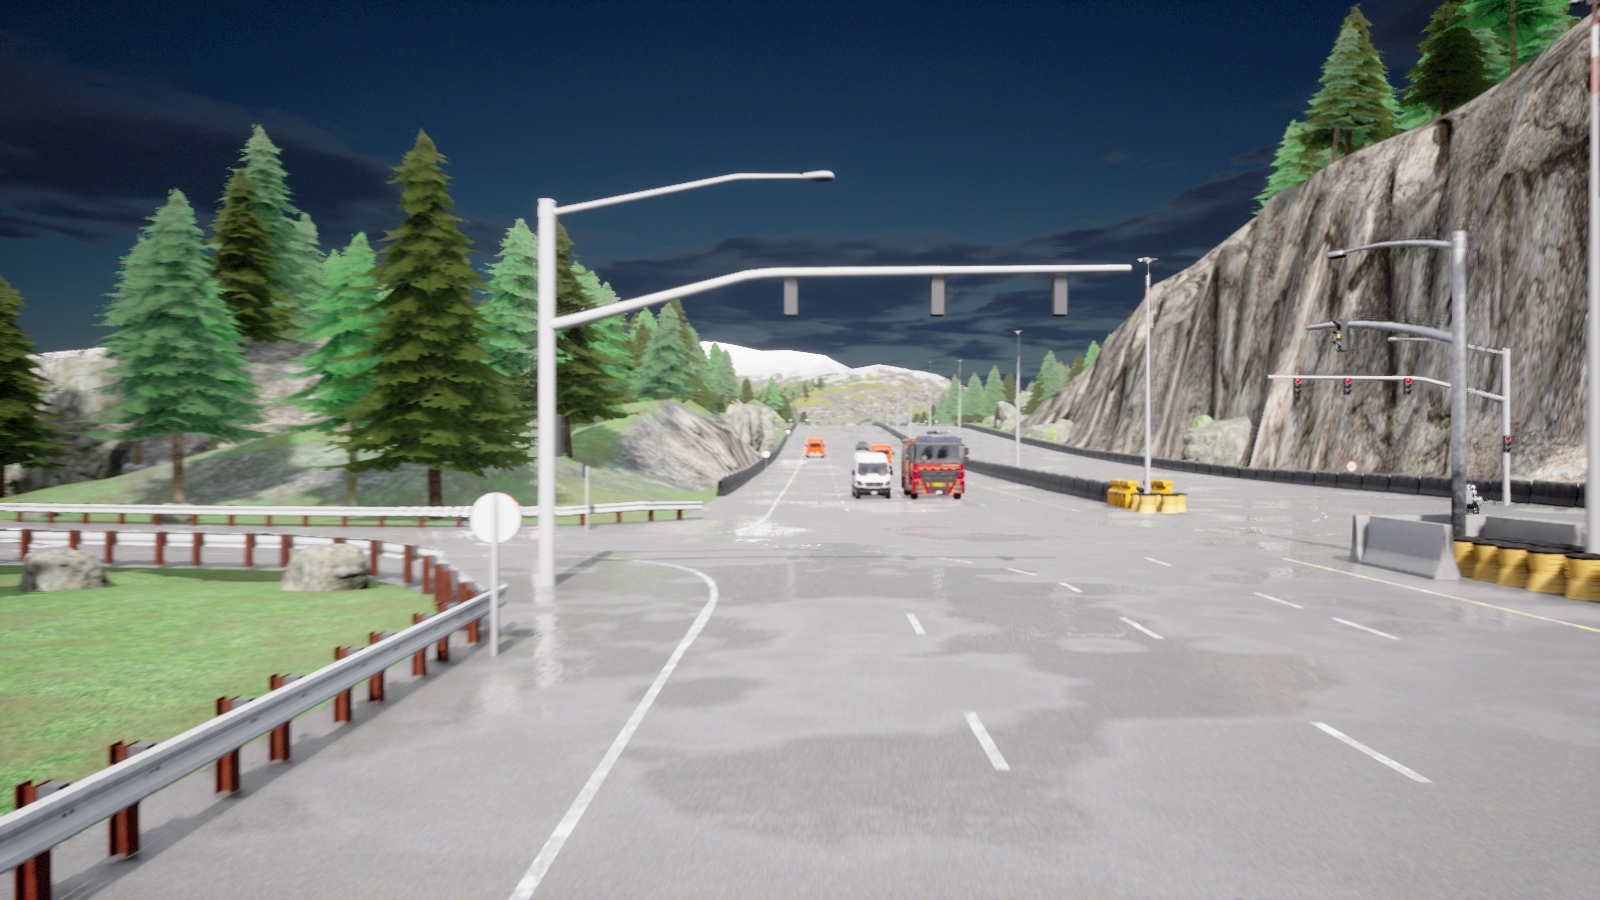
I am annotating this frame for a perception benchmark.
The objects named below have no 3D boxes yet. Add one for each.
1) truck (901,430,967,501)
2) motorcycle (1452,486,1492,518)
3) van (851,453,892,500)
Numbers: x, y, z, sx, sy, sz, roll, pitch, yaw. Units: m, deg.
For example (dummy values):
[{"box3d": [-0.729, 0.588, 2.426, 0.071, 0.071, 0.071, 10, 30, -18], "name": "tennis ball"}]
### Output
[{"box3d": [7.579, 0.816, 65.511, 2.891, 3.827, 8.468, 0, 0, 1], "name": "truck"}, {"box3d": [28.110, 2.165, 47.845, 0.803, 1.217, 2.033, -4, -1, 13], "name": "motorcycle"}, {"box3d": [4.069, 1.458, 65.647, 1.988, 2.561, 5.915, 0, 0, 0], "name": "van"}]
